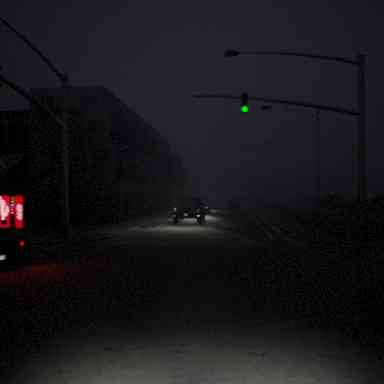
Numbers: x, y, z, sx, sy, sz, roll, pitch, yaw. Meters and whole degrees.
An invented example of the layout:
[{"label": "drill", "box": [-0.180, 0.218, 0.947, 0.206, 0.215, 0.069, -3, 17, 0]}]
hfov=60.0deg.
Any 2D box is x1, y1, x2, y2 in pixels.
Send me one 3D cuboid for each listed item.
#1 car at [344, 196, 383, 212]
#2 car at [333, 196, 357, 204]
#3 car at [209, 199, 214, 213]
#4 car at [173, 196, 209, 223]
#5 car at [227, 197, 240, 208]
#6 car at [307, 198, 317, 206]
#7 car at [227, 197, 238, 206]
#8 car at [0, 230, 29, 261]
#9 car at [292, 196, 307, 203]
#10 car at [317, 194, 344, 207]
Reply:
[{"label": "car", "box": [18.449, 1.205, 33.314, 5.027, 1.636, 2.152, 0, 0, 6]}, {"label": "car", "box": [29.172, 1.498, 63.578, 3.806, 1.475, 1.970, 0, 0, 6]}, {"label": "car", "box": [1.079, 1.766, 37.555, 1.895, 1.301, 4.718, 0, 0, 7]}, {"label": "car", "box": [-0.121, 1.351, 27.393, 2.150, 2.045, 5.566, 0, 0, 7]}, {"label": "car", "box": [6.372, 1.681, 51.149, 2.128, 1.511, 4.902, 0, 0, 7]}, {"label": "car", "box": [19.857, 1.207, 48.956, 4.605, 1.855, 1.932, 0, 0, 6]}, {"label": "car", "box": [7.621, 1.737, 62.716, 1.837, 1.490, 4.892, 0, 0, 7]}, {"label": "car", "box": [-7.748, 1.586, 10.722, 4.718, 1.301, 1.895, 2, 0, 21]}, {"label": "car", "box": [22.146, 1.549, 67.397, 3.633, 1.501, 1.845, 0, 0, 6]}, {"label": "car", "box": [19.930, 1.173, 46.022, 3.866, 1.878, 1.905, 0, 0, 6]}]
